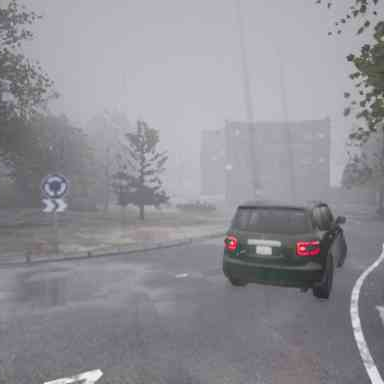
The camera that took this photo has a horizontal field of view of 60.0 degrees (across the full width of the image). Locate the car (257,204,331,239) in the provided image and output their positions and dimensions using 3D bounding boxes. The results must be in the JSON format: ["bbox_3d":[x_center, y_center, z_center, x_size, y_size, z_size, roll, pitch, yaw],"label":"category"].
[{"bbox_3d":[5.644,1.487,18.016,1.837,1.490,4.892,-1,-1,44],"label":"car"}]

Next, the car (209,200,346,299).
[{"bbox_3d":[2.680,1.216,8.810,2.150,2.045,5.566,0,0,29],"label":"car"}]

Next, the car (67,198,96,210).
[{"bbox_3d":[-14.727,1.562,42.375,4.892,1.490,1.837,0,0,-6],"label":"car"}]

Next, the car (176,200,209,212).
[{"bbox_3d":[0.383,1.580,37.503,4.718,1.301,1.895,0,0,45],"label":"car"}]
